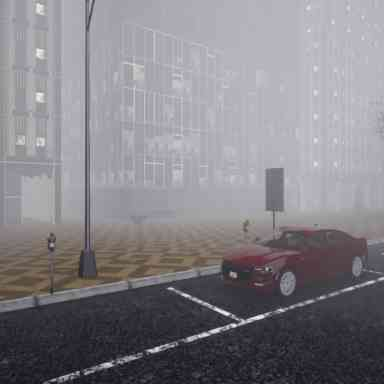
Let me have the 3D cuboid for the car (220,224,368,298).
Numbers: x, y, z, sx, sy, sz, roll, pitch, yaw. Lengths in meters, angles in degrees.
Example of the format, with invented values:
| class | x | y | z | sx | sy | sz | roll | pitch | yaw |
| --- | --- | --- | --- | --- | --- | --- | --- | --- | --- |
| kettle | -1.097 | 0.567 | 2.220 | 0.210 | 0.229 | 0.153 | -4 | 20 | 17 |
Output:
| class | x | y | z | sx | sy | sz | roll | pitch | yaw |
| --- | --- | --- | --- | --- | --- | --- | --- | --- | --- |
| car | 2.719 | 1.545 | 8.501 | 4.507 | 1.381 | 1.887 | 0 | 0 | -36 |
